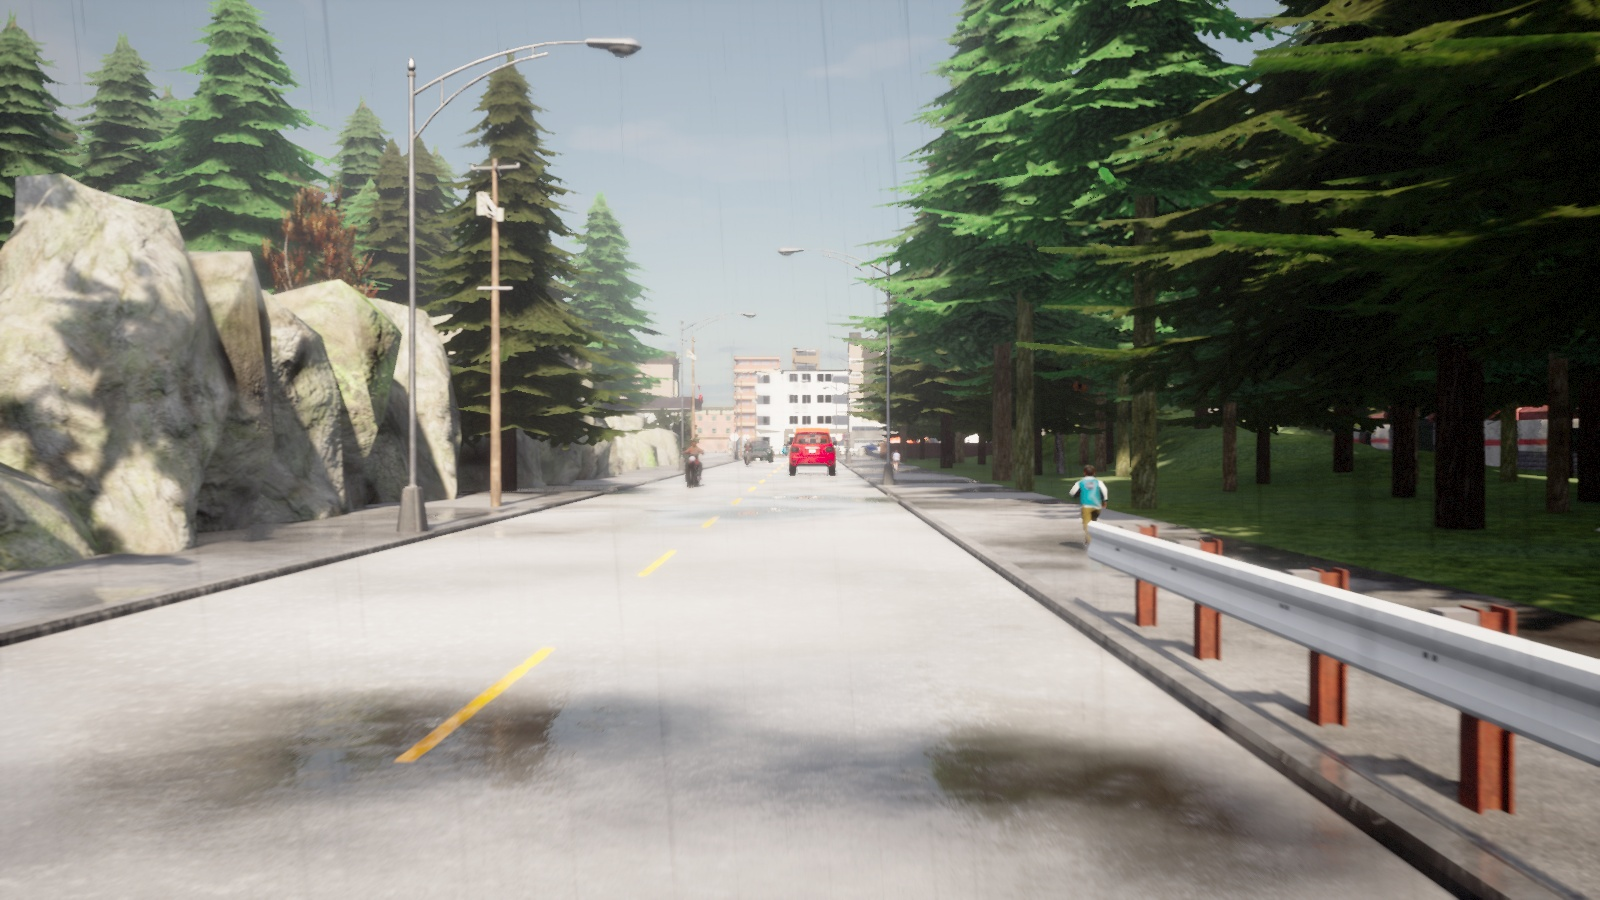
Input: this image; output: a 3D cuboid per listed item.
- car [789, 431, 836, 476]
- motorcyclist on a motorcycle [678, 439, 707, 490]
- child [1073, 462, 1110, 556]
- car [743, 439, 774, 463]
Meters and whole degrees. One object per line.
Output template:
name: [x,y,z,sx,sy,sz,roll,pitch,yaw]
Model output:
car: [0.590,0.128,59.903,2.150,2.045,5.566,0,0,1]
motorcyclist on a motorcycle: [-3.588,0.457,42.013,0.766,1.649,2.350,0,1,1]
child: [3.746,0.748,16.148,0.343,1.192,0.448,0,0,-3]
car: [-3.079,0.075,93.623,2.097,1.767,4.553,0,0,1]
